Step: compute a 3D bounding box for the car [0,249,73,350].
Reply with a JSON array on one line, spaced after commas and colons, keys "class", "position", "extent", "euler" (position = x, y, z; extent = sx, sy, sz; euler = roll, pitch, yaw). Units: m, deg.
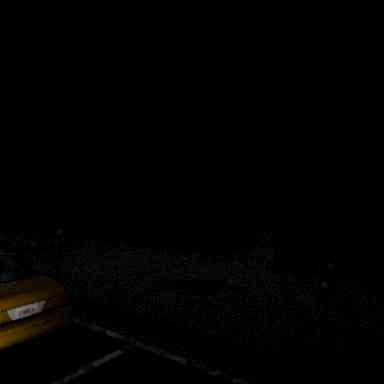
[{"class": "car", "position": [-4.026, 1.505, 5.682], "extent": [4.829, 1.417, 1.752], "euler": [0, 0, 36]}]
